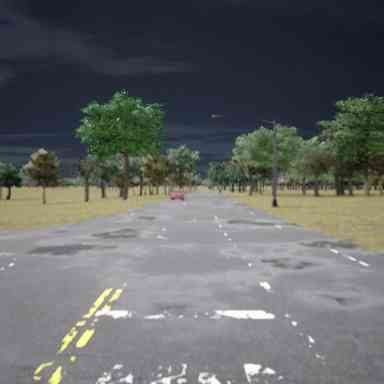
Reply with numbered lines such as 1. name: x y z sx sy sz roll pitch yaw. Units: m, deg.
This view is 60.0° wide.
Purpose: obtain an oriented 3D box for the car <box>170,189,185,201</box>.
1. car: -2.433 0.522 56.839 2.150 2.045 5.566 0 1 2
